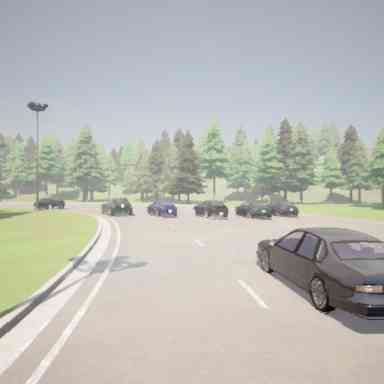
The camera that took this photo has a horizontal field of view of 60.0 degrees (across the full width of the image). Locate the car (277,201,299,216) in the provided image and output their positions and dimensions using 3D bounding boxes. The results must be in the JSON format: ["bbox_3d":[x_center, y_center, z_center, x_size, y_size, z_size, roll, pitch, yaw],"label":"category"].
[{"bbox_3d":[8.329,1.554,31.880,1.994,1.385,4.181,0,0,-18],"label":"car"}]

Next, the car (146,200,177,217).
[{"bbox_3d":[-2.899,1.516,31.356,1.812,1.442,4.674,0,0,-25],"label":"car"}]

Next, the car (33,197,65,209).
[{"bbox_3d":[-18.906,1.491,43.990,4.892,1.490,1.837,0,0,30],"label":"car"}]

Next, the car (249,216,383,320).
[{"bbox_3d":[3.111,1.545,7.684,2.033,1.411,5.357,0,0,-7],"label":"car"}]

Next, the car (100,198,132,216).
[{"bbox_3d":[-7.461,1.344,32.459,2.097,1.767,4.553,0,0,-30],"label":"car"}]

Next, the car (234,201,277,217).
[{"bbox_3d":[5.349,1.555,29.670,1.994,1.385,4.181,0,0,-18],"label":"car"}]

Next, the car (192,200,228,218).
[{"bbox_3d":[1.554,1.497,29.767,1.837,1.490,4.892,1,0,-21],"label":"car"}]
